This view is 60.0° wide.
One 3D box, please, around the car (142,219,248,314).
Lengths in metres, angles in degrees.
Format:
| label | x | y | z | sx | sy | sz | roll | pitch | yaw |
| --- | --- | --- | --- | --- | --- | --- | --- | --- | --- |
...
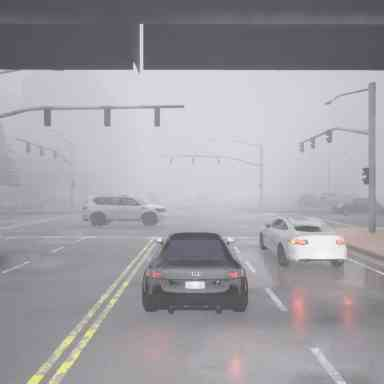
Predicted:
| label | x | y | z | sx | sy | sz | roll | pitch | yaw |
| --- | --- | --- | --- | --- | --- | --- | --- | --- | --- |
| car | 0.067 | 1.564 | 7.704 | 1.994 | 1.385 | 4.181 | 0 | 0 | 0 |

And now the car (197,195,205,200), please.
| label | x | y | z | sx | sy | sz | roll | pitch | yaw |
| --- | --- | --- | --- | --- | --- | --- | --- | --- | --- |
| car | 2.344 | 1.378 | 86.058 | 1.994 | 1.385 | 4.181 | 0 | 0 | 0 |

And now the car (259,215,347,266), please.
| label | x | y | z | sx | sy | sz | roll | pitch | yaw |
| --- | --- | --- | --- | --- | --- | --- | --- | --- | --- |
| car | 3.582 | 1.526 | 11.364 | 1.812 | 1.442 | 4.674 | 0 | 0 | 0 |

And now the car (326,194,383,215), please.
| label | x | y | z | sx | sy | sz | roll | pitch | yaw |
| --- | --- | --- | --- | --- | --- | --- | --- | --- | --- |
| car | 16.354 | 1.352 | 33.157 | 4.553 | 1.767 | 2.097 | 0 | 0 | 1 |

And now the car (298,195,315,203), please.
| label | x | y | z | sx | sy | sz | roll | pitch | yaw |
| --- | --- | --- | --- | --- | --- | --- | --- | --- | --- |
| car | 22.193 | 1.395 | 64.815 | 1.970 | 1.475 | 3.806 | 0 | 0 | 0 |

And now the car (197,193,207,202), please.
| label | x | y | z | sx | sy | sz | roll | pitch | yaw |
| --- | --- | --- | --- | --- | --- | --- | --- | --- | --- |
| car | 2.403 | 1.223 | 76.990 | 2.150 | 2.045 | 5.566 | 0 | 0 | 0 |

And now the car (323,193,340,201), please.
| label | x | y | z | sx | sy | sz | roll | pitch | yaw |
| --- | --- | --- | --- | --- | --- | --- | --- | --- | --- |
| car | 33.495 | 1.153 | 80.000 | 1.932 | 1.855 | 4.605 | 0 | 0 | 0 |

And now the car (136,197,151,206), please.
| label | x | y | z | sx | sy | sz | roll | pitch | yaw |
| --- | --- | --- | --- | --- | --- | --- | --- | --- | --- |
| car | -8.044 | 1.526 | 55.416 | 1.812 | 1.442 | 4.674 | 0 | 0 | 0 |

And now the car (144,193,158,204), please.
| label | x | y | z | sx | sy | sz | roll | pitch | yaw |
| --- | --- | --- | --- | --- | --- | --- | --- | --- | --- |
| car | -8.051 | 1.221 | 66.069 | 2.150 | 2.045 | 5.566 | 0 | 0 | 0 |

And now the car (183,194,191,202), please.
| label | x | y | z | sx | sy | sz | roll | pitch | yaw |
| --- | --- | --- | --- | --- | --- | --- | --- | --- | --- |
| car | -1.097 | 1.593 | 76.964 | 1.895 | 1.301 | 4.718 | 0 | 0 | 0 |

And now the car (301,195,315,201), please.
| label | x | y | z | sx | sy | sz | roll | pitch | yaw |
| --- | --- | --- | --- | --- | --- | --- | --- | --- | --- |
| car | 27.916 | 1.395 | 79.934 | 1.970 | 1.475 | 3.806 | 0 | 0 | 0 |

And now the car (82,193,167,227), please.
| label | x | y | z | sx | sy | sz | roll | pitch | yaw |
| --- | --- | --- | --- | --- | --- | --- | --- | --- | --- |
| car | -4.495 | 1.223 | 22.359 | 5.566 | 2.045 | 2.150 | 0 | 0 | -1 |

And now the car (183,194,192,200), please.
| label | x | y | z | sx | sy | sz | roll | pitch | yaw |
| --- | --- | --- | --- | --- | --- | --- | --- | --- | --- |
| car | -1.156 | 1.351 | 86.035 | 2.128 | 1.511 | 4.902 | 0 | 0 | 0 |

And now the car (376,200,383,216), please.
| label | x | y | z | sx | sy | sz | roll | pitch | yaw |
| --- | --- | --- | --- | --- | --- | --- | --- | --- | --- |
| car | 19.150 | 1.601 | 29.626 | 4.718 | 1.301 | 1.895 | 0 | 0 | 1 |

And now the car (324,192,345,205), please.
| label | x | y | z | sx | sy | sz | roll | pitch | yaw |
| --- | --- | --- | --- | --- | --- | --- | --- | --- | --- |
| car | 19.540 | 1.156 | 47.340 | 1.905 | 1.878 | 3.866 | 0 | 0 | 0 |

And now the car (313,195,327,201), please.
| label | x | y | z | sx | sy | sz | roll | pitch | yaw |
| --- | --- | --- | --- | --- | --- | --- | --- | --- | --- |
| car | 30.811 | 1.364 | 79.942 | 1.784 | 1.438 | 3.905 | 0 | 0 | 0 |

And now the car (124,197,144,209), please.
| label | x | y | z | sx | sy | sz | roll | pitch | yaw |
| --- | --- | --- | --- | --- | --- | --- | --- | --- | --- |
| car | -7.994 | 1.478 | 46.136 | 1.882 | 1.535 | 5.008 | 0 | 0 | 0 |

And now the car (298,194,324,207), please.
| label | x | y | z | sx | sy | sz | roll | pitch | yaw |
| --- | --- | --- | --- | --- | --- | --- | --- | --- | --- |
| car | 16.645 | 1.153 | 47.386 | 1.932 | 1.855 | 4.605 | 0 | 0 | 0 |
